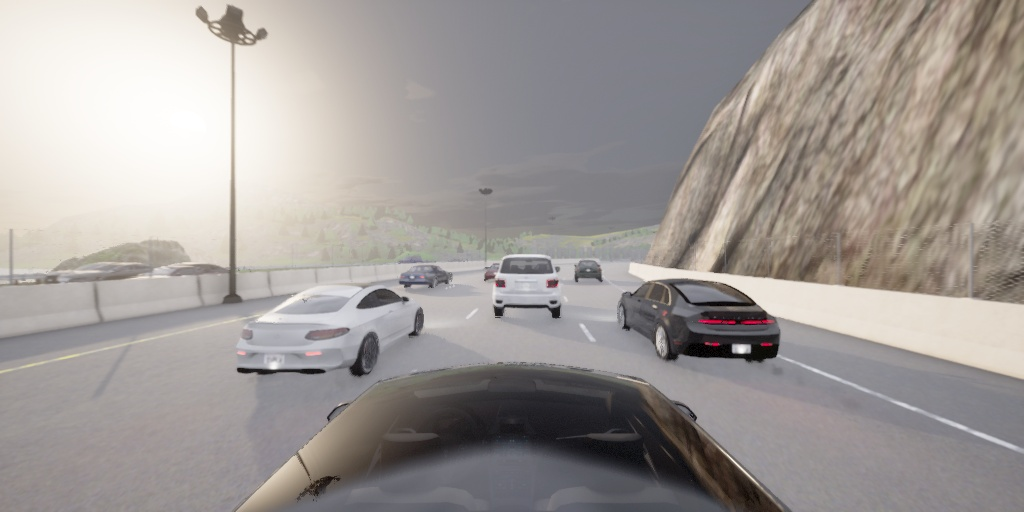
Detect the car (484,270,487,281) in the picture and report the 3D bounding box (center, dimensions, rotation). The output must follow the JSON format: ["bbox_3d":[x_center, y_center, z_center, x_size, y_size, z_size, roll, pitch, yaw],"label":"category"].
[{"bbox_3d":[-0.920,1.293,29.389,1.994,1.385,4.181,0,0,10],"label":"car"}]

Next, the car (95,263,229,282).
[{"bbox_3d":[-16.751,1.224,17.715,1.812,1.442,4.674,0,0,5],"label":"car"}]

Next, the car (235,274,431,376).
[{"bbox_3d":[-3.226,1.264,7.284,1.812,1.442,4.674,0,0,2],"label":"car"}]

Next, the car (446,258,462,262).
[{"bbox_3d":[-8.768,1.292,57.051,1.895,1.301,4.718,0,0,18],"label":"car"}]

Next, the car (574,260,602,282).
[{"bbox_3d":[6.183,1.098,29.404,2.097,1.767,4.553,0,0,10],"label":"car"}]

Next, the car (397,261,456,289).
[{"bbox_3d":[-5.432,1.270,23.147,2.033,1.411,5.357,0,0,7],"label":"car"}]

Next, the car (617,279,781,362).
[{"bbox_3d":[3.825,1.260,8.250,1.837,1.490,4.892,0,0,2],"label":"car"}]

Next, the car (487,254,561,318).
[{"bbox_3d":[0.598,0.965,13.181,2.150,2.045,5.566,0,0,4],"label":"car"}]

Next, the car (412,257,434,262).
[{"bbox_3d":[-14.629,1.274,61.591,1.895,1.301,4.718,0,0,19],"label":"car"}]

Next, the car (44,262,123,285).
[{"bbox_3d":[-23.415,1.172,21.281,2.128,1.511,4.902,0,0,6],"label":"car"}]
